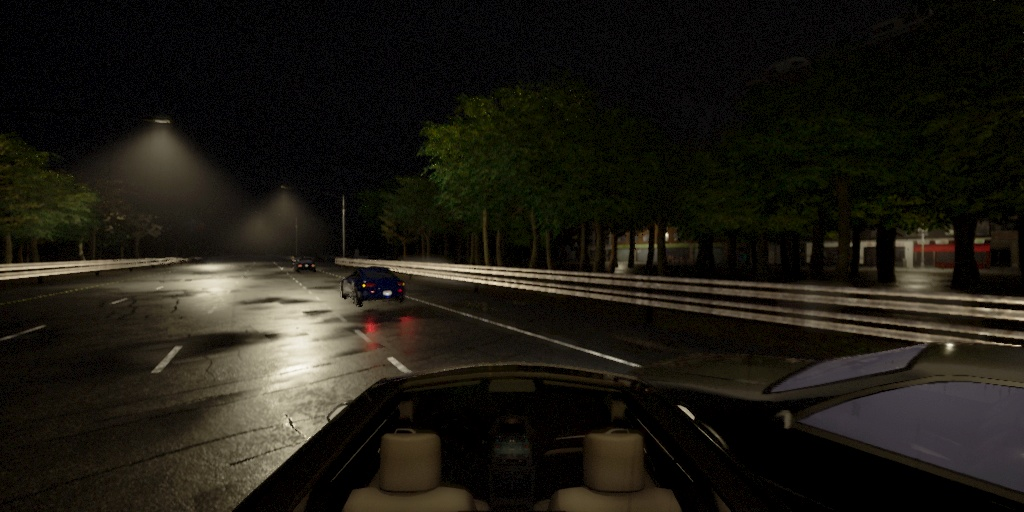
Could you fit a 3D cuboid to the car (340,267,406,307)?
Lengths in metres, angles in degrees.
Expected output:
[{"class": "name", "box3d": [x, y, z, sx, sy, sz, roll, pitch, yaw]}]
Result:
[{"class": "car", "box3d": [-5.915, 1.196, 15.113, 1.812, 1.442, 4.674, 0, 0, -35]}]

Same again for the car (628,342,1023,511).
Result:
[{"class": "car", "box3d": [3.137, 1.298, 2.063, 2.033, 1.411, 5.357, 0, 0, -35]}]

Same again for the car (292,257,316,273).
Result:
[{"class": "car", "box3d": [-23.046, 1.060, 39.812, 2.033, 1.411, 5.357, 0, 0, -35]}]
